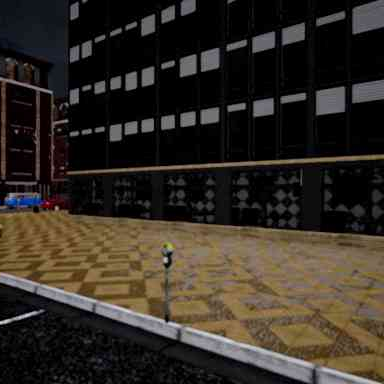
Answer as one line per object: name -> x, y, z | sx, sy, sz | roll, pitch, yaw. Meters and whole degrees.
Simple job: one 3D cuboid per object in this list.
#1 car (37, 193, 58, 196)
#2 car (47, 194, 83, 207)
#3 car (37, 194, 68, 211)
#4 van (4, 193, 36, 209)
car -> -16.197, 1.012, 40.964 | 2.097, 1.767, 4.553 | 0, 1, 35
car -> -16.875, 1.065, 44.288 | 1.967, 1.590, 4.097 | 1, 1, 35
car -> -13.630, 1.258, 35.165 | 1.887, 1.381, 4.507 | 1, 1, 35
van -> -20.109, 1.036, 39.646 | 1.690, 1.788, 3.998 | 1, 1, 35
